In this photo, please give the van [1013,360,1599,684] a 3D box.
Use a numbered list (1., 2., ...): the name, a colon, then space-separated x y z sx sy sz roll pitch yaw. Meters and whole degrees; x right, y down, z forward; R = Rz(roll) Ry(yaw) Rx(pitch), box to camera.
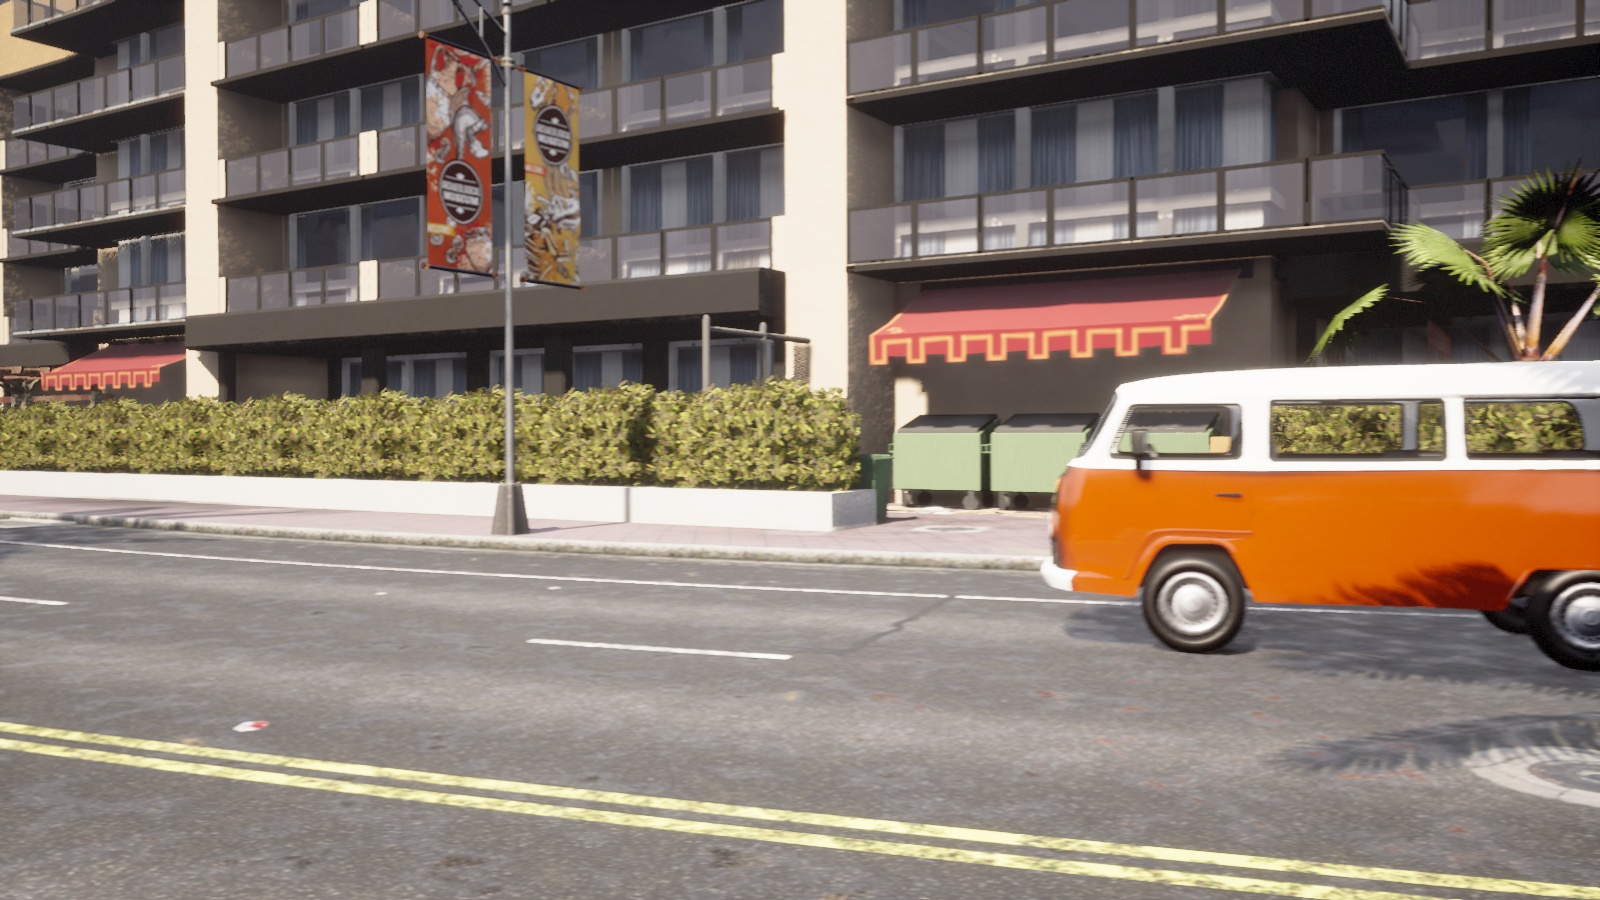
1. van: 3.954 0.425 9.269 4.480 2.038 2.069 0 1 16
